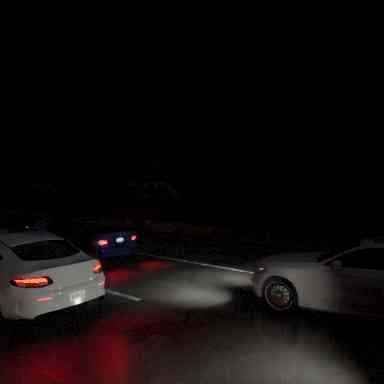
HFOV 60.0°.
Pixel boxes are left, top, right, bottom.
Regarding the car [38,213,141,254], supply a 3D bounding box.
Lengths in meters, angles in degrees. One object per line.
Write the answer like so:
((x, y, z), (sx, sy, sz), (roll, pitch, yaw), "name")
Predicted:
((-4.168, 1.430, 11.322), (5.357, 1.411, 2.033), (1, 1, 36), "car")

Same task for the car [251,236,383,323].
((3.356, 1.525, 5.898), (4.674, 1.442, 1.812), (0, 0, 36), "car")

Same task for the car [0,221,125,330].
((-3.696, 1.455, 6.663), (4.674, 1.442, 1.812), (1, 1, 36), "car")
